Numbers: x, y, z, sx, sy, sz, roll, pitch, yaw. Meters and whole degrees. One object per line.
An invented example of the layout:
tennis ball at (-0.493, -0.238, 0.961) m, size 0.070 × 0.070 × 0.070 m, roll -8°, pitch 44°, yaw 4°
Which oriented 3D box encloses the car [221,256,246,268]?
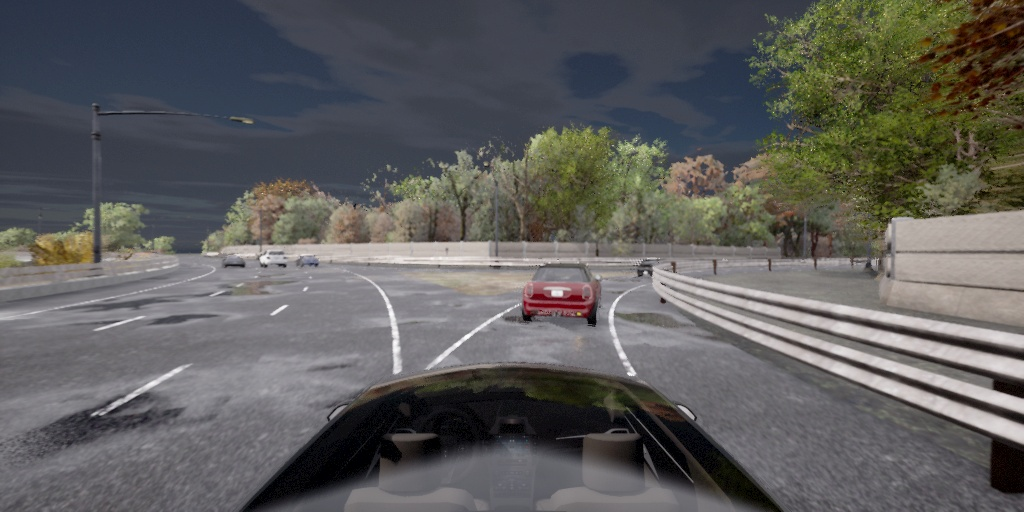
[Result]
car at (-31.906, 0.645, 41.095) m, size 1.994 × 1.385 × 4.181 m, roll 0°, pitch 1°, yaw -42°

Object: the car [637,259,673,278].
car at (11.793, 0.993, 29.161) m, size 1.837 × 1.490 × 4.892 m, roll 0°, pitch 1°, yaw 42°

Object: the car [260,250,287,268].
car at (-27.759, 0.319, 41.742) m, size 2.150 × 2.045 × 5.566 m, roll 0°, pitch 1°, yaw -41°

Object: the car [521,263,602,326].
car at (1.766, 0.992, 11.622) m, size 2.097 × 1.767 × 4.553 m, roll 1°, pitch 1°, yaw 15°

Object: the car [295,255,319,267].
car at (-25.361, 0.628, 44.345) m, size 2.033 × 1.411 × 5.357 m, roll 0°, pitch 1°, yaw -40°
